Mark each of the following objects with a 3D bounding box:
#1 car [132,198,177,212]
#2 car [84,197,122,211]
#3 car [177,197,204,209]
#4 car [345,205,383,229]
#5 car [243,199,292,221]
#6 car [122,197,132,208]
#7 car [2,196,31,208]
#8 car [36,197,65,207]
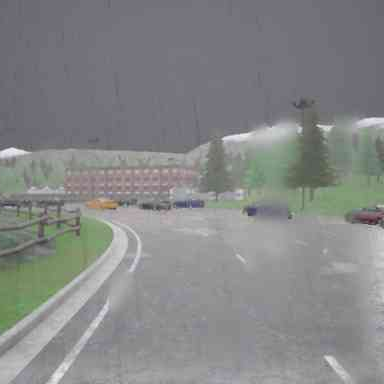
[{"bbox_3d":[-4.331,1.470,38.021,2.128,1.511,4.902,0,0,-41],"label":"car"},{"bbox_3d":[-10.980,1.457,39.812,5.008,1.535,1.882,-1,-1,42],"label":"car"},{"bbox_3d":[-0.487,1.453,44.259,1.882,1.535,5.008,0,-1,-41],"label":"car"},{"bbox_3d":[12.008,1.550,21.661,1.994,1.385,4.181,0,0,-15],"label":"car"},{"bbox_3d":[6.172,1.336,27.703,2.097,1.767,4.553,0,0,-23],"label":"car"},{"bbox_3d":[-9.838,1.477,47.884,4.892,1.490,1.837,-1,-1,38],"label":"car"},{"bbox_3d":[-25.603,1.329,48.255,4.553,1.767,2.097,0,0,20],"label":"car"},{"bbox_3d":[-21.360,1.501,50.282,4.674,1.442,1.812,0,0,24],"label":"car"}]
